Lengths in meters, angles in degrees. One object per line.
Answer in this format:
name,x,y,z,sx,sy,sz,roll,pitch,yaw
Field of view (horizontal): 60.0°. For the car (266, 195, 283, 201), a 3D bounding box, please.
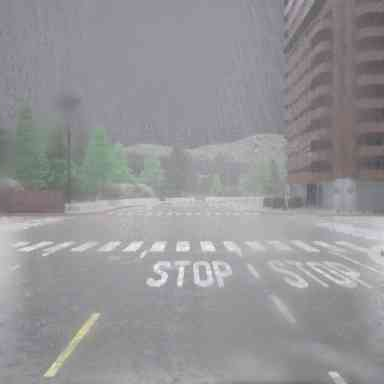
car,19.641,1.498,79.137,4.892,1.490,1.837,0,0,-14
